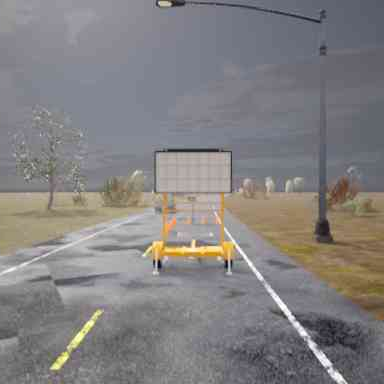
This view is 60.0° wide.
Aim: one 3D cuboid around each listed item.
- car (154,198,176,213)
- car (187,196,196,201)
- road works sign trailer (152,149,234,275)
[{"bbox_3d":[-2.849,1.453,35.714,2.128,1.511,4.902,0,0,2],"label":"car"},{"bbox_3d":[-0.087,1.476,76.752,1.895,1.301,4.718,0,0,5],"label":"car"},{"bbox_3d":[0.043,0.454,10.462,2.380,3.560,2.880,0,0,1],"label":"road works sign trailer"}]
